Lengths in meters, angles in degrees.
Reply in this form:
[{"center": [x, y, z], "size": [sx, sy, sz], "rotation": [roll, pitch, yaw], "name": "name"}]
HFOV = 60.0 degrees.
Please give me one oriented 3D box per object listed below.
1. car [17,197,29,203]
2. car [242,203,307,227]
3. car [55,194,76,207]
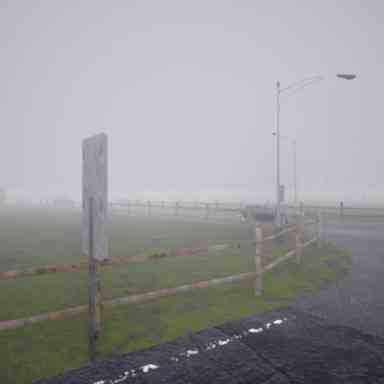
[{"center": [-40.285, 1.838, 79.578], "size": [2.033, 1.411, 5.357], "rotation": [0, 0, -39], "name": "car"}, {"center": [5.707, 1.527, 23.444], "size": [2.128, 1.511, 4.902], "rotation": [0, 0, -36], "name": "car"}, {"center": [-21.978, 1.443, 57.355], "size": [2.150, 2.045, 5.566], "rotation": [0, 0, -39], "name": "car"}]
